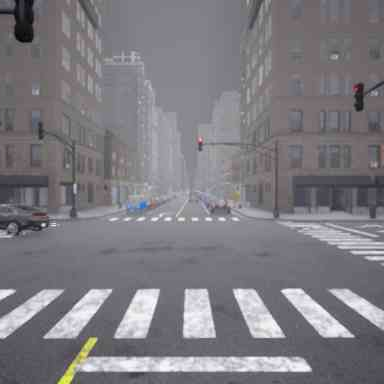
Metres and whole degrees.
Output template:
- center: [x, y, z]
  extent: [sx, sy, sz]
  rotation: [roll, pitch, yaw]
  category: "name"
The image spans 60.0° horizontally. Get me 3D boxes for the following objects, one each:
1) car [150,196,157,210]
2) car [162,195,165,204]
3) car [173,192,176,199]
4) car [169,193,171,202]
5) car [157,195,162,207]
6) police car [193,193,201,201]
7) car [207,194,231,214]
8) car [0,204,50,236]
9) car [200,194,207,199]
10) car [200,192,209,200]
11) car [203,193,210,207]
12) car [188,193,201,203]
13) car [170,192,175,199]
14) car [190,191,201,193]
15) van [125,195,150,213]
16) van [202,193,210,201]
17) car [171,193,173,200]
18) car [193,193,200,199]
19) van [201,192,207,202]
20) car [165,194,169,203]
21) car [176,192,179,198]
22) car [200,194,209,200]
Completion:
- center: [-5.667, 1.310, 39.814]
  extent: [1.967, 1.590, 4.097]
  rotation: [0, 0, 0]
  category: "car"
- center: [-5.611, 1.414, 51.151]
  extent: [1.802, 1.307, 4.206]
  rotation: [0, 0, 0]
  category: "car"
- center: [-5.471, 1.258, 79.322]
  extent: [1.752, 1.417, 4.829]
  rotation: [0, 0, 0]
  category: "car"
- center: [-5.556, 1.319, 62.317]
  extent: [1.752, 1.417, 4.829]
  rotation: [0, 0, 0]
  category: "car"
- center: [-5.639, 1.417, 45.483]
  extent: [1.947, 1.339, 4.313]
  rotation: [0, 0, 0]
  category: "car"
- center: [1.188, 1.155, 80.204]
  extent: [1.930, 1.638, 5.238]
  rotation: [0, 0, -1]
  category: "police car"
- center: [2.830, 1.328, 34.106]
  extent: [1.967, 1.590, 4.097]
  rotation: [0, 0, 0]
  category: "car"
- center: [-10.041, 1.431, 17.693]
  extent: [4.892, 1.490, 1.837]
  rotation: [0, -2, 13]
  category: "car"
- center: [3.112, 1.256, 90.798]
  extent: [1.947, 1.339, 4.313]
  rotation: [0, 0, 0]
  category: "car"
- center: [3.083, 1.026, 85.128]
  extent: [2.192, 1.841, 5.009]
  rotation: [0, 0, 0]
  category: "car"
- center: [2.886, 1.292, 45.444]
  extent: [1.967, 1.590, 4.097]
  rotation: [0, 0, 0]
  category: "car"
- center: [0.310, 1.354, 63.679]
  extent: [1.994, 1.385, 4.181]
  rotation: [0, 0, 0]
  category: "car"
- center: [-5.498, 1.297, 73.823]
  extent: [1.887, 1.381, 4.507]
  rotation: [0, 0, 0]
  category: "car"
- center: [0.360, 0.794, 73.711]
  extent: [2.150, 2.045, 5.566]
  rotation: [0, 0, 0]
  category: "car"
- center: [-5.696, 1.229, 34.146]
  extent: [1.690, 1.788, 3.998]
  rotation: [0, 0, 0]
  category: "van"
- center: [3.027, 1.094, 73.790]
  extent: [1.690, 1.788, 3.998]
  rotation: [0, 0, 0]
  category: "van"
- center: [-5.526, 1.339, 68.155]
  extent: [1.947, 1.339, 4.313]
  rotation: [0, 0, 0]
  category: "car"
- center: [1.229, 1.148, 90.299]
  extent: [1.801, 1.575, 5.366]
  rotation: [0, 0, 0]
  category: "car"
- center: [2.942, 1.155, 56.782]
  extent: [1.690, 1.788, 3.998]
  rotation: [0, 0, 0]
  category: "van"
- center: [-5.583, 1.379, 56.819]
  extent: [1.947, 1.339, 4.313]
  rotation: [0, 0, 0]
  category: "car"
- center: [-5.414, 1.004, 90.828]
  extent: [2.192, 1.841, 5.009]
  rotation: [0, 0, 0]
  category: "car"
- center: [3.055, 1.172, 79.459]
  extent: [1.967, 1.590, 4.097]
  rotation: [0, 0, 0]
  category: "car"
